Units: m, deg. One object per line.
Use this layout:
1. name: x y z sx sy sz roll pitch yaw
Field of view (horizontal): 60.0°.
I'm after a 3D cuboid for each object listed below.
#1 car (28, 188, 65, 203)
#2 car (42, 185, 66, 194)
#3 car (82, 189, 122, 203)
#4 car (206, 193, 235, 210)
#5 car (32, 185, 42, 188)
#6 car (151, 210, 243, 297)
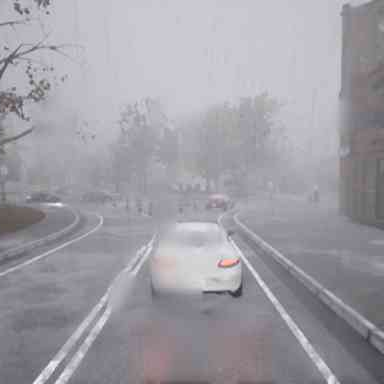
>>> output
1. car: -17.189 0.550 39.043 4.181 1.385 1.994 2 3 40
2. car: -23.411 -0.241 57.498 1.837 1.490 4.892 0 2 3
3. car: -10.599 0.487 39.139 4.892 1.490 1.837 1 4 22
4. car: 2.598 0.851 30.101 1.812 1.442 4.674 1 2 19
5. car: -26.623 -0.412 57.906 2.097 1.767 4.553 0 2 3
6. car: 0.105 1.398 8.150 1.812 1.442 4.674 0 1 0
